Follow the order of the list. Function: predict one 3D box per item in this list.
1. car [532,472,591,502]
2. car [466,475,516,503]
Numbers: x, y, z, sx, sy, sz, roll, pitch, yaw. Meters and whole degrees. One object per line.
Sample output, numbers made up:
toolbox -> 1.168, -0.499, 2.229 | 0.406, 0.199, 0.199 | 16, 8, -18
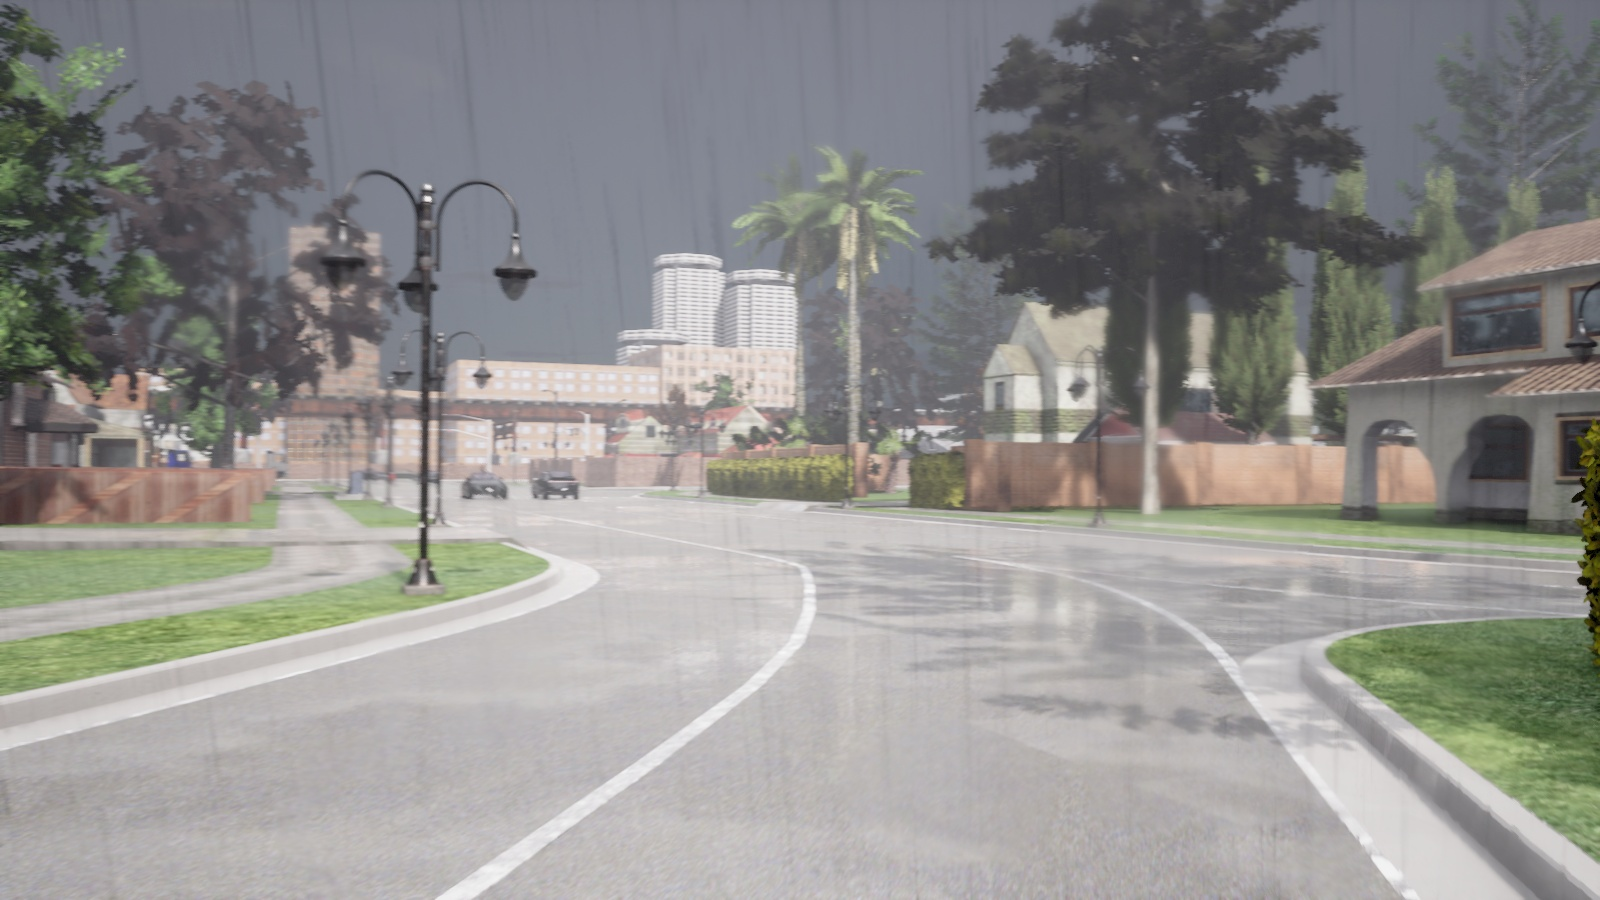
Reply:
car -> -12.669, 1.910, 66.457 | 2.128, 1.511, 4.902 | 0, -1, -22
car -> -16.291, 2.016, 66.072 | 1.994, 1.385, 4.181 | 0, -1, -22
